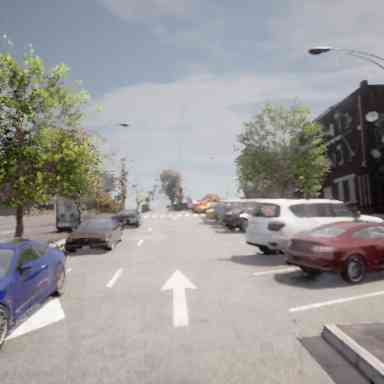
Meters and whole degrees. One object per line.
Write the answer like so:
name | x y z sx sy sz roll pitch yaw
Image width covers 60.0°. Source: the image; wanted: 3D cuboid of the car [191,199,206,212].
car | 3.086 2.127 45.647 5.366 1.575 1.946 0 -1 -23

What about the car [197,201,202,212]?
car | 3.425 2.007 36.533 4.674 1.452 2.002 0 -1 -23

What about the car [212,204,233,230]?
car | 4.183 1.696 21.428 4.892 1.521 2.231 0 -1 -23

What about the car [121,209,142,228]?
car | -5.066 2.102 26.449 1.994 1.385 4.181 -1 -1 -4

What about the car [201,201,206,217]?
car | 3.911 1.854 30.563 5.366 1.575 1.946 0 -1 -23

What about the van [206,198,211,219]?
van | 3.780 1.578 27.425 4.442 1.987 1.878 0 -1 -23

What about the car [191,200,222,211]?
car | 2.348 2.210 54.644 4.553 1.767 2.185 1 -4 -24

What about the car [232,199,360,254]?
car | 4.659 1.281 12.394 5.566 2.045 2.435 0 -1 -23

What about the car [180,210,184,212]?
car | -1.223 4.629 72.881 1.812 1.442 4.674 -5 -9 25

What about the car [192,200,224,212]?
car | 2.499 2.117 51.625 4.553 1.767 2.185 0 -2 -24

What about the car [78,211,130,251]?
car | -4.448 1.894 16.008 2.033 1.411 5.357 -1 -1 -4

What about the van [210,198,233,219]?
van | 3.932 1.524 24.400 4.442 1.987 1.878 0 -1 -23

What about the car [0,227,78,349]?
car | -3.860 1.698 6.435 1.812 1.442 4.674 -1 -1 -3

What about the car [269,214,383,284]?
car | 4.797 1.517 9.359 4.674 1.452 2.002 0 -1 -23

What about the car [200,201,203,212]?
car | 3.594 1.952 33.509 4.674 1.452 2.002 0 -1 -23

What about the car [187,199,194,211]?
car | 2.702 1.935 48.583 5.566 2.045 2.435 0 -1 -24
